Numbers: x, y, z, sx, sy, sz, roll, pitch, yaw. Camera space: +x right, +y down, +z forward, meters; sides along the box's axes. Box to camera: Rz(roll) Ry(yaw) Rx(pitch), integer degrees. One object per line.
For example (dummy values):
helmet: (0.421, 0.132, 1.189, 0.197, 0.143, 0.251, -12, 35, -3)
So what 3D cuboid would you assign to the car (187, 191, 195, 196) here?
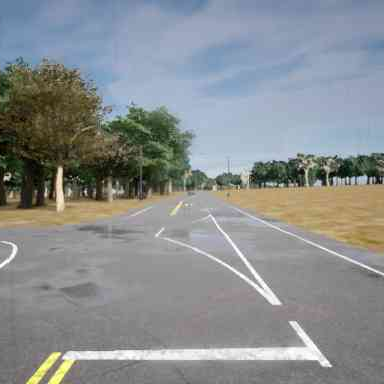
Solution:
car: (-0.224, 0.521, 94.889, 1.994, 1.385, 4.181, 0, 1, 4)
